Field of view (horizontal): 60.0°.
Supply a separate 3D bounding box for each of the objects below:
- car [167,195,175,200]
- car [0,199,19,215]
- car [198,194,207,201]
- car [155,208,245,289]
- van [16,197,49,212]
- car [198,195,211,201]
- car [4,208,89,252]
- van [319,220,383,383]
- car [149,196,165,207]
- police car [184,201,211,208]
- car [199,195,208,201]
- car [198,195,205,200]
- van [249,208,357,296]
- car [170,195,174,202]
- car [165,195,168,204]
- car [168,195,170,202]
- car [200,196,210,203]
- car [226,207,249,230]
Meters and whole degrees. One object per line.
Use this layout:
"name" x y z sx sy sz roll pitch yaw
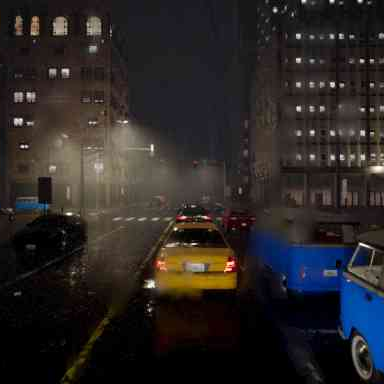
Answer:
"car" -5.671 1.472 91.325 1.752 1.417 4.829 1 0 0
"car" -19.840 1.620 32.423 4.403 1.369 2.008 0 0 1
"car" 2.710 1.393 85.841 1.967 1.590 4.097 1 0 0
"car" 0.098 1.458 9.095 1.801 1.575 5.366 0 0 0
"van" -19.732 1.525 40.804 3.998 1.788 1.690 0 0 1
"car" 2.706 1.529 63.235 2.008 1.369 4.403 1 0 0
"car" -5.679 1.567 13.918 1.947 1.339 4.313 1 0 0
"van" 2.704 1.342 2.758 1.690 1.788 3.998 1 0 0
"car" -5.676 1.572 51.933 1.802 1.307 4.206 1 0 0
"police car" 0.106 1.505 19.415 2.038 1.542 4.974 0 0 0
"car" 2.708 1.510 80.189 2.008 1.369 4.403 1 0 0
"car" 2.709 1.472 91.663 1.752 1.417 4.829 1 0 0
"van" 2.704 1.343 8.335 1.690 1.788 3.998 1 0 0
"car" -5.673 1.517 74.539 2.008 1.369 4.403 1 0 0
"car" -5.673 1.425 57.586 1.967 1.590 4.097 1 0 0
"car" -5.674 1.560 63.237 1.802 1.307 4.206 1 0 0
"car" 2.707 1.517 68.886 1.887 1.381 4.507 1 0 0
"car" 2.702 1.545 19.488 1.887 1.381 4.507 1 0 0
